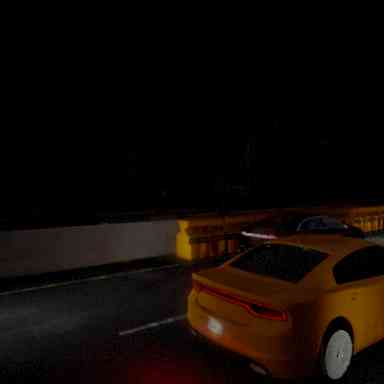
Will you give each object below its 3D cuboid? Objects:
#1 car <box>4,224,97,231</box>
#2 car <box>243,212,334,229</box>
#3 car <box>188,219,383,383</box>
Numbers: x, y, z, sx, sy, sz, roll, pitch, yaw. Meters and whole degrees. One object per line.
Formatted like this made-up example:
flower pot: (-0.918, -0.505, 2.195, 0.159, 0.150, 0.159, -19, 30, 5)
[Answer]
car: (-7.101, 1.477, 16.016, 4.892, 1.490, 1.837, 0, 0, -35)
car: (3.668, 1.402, 10.669, 4.902, 1.511, 2.128, -1, 0, -36)
car: (2.288, 1.430, 5.382, 5.008, 1.535, 1.882, 0, 0, -36)
